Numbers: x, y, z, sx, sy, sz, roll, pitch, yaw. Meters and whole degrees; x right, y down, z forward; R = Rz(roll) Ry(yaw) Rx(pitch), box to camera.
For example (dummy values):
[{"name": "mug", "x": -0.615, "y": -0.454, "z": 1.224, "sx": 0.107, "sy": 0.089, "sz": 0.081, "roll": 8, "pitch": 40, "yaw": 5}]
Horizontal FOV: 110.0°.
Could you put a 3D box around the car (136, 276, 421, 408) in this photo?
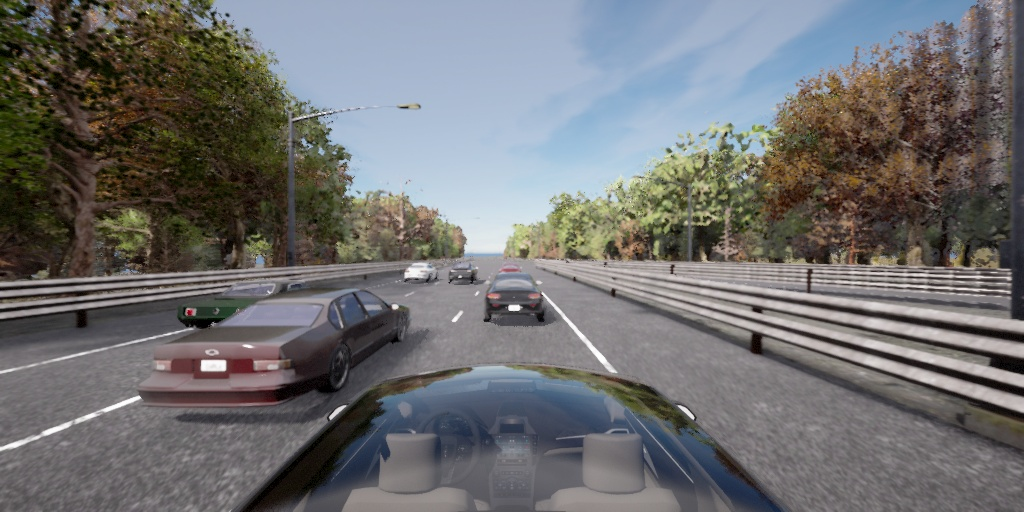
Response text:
[{"name": "car", "x": -3.415, "y": 1.296, "z": 6.600, "sx": 2.033, "sy": 1.411, "sz": 5.357, "roll": 0, "pitch": 0, "yaw": 0}]

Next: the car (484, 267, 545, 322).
[{"name": "car", "x": 0.052, "y": 1.272, "z": 12.218, "sx": 1.812, "sy": 1.442, "sz": 4.674, "roll": 0, "pitch": 0, "yaw": 0}]

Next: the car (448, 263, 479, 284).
[{"name": "car", "x": -3.633, "y": 1.241, "z": 27.330, "sx": 2.128, "sy": 1.511, "sz": 4.902, "roll": 0, "pitch": 0, "yaw": -1}]

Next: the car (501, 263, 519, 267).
[{"name": "car", "x": -0.152, "y": 1.274, "z": 28.438, "sx": 1.812, "sy": 1.442, "sz": 4.674, "roll": 0, "pitch": 0, "yaw": -1}]

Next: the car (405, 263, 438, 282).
[{"name": "car", "x": -7.152, "y": 1.277, "z": 28.431, "sx": 1.812, "sy": 1.442, "sz": 4.674, "roll": 0, "pitch": 0, "yaw": -1}]

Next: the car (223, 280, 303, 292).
[{"name": "car", "x": -6.936, "y": 1.349, "z": 10.691, "sx": 1.895, "sy": 1.301, "sz": 4.718, "roll": 0, "pitch": 0, "yaw": 0}]
